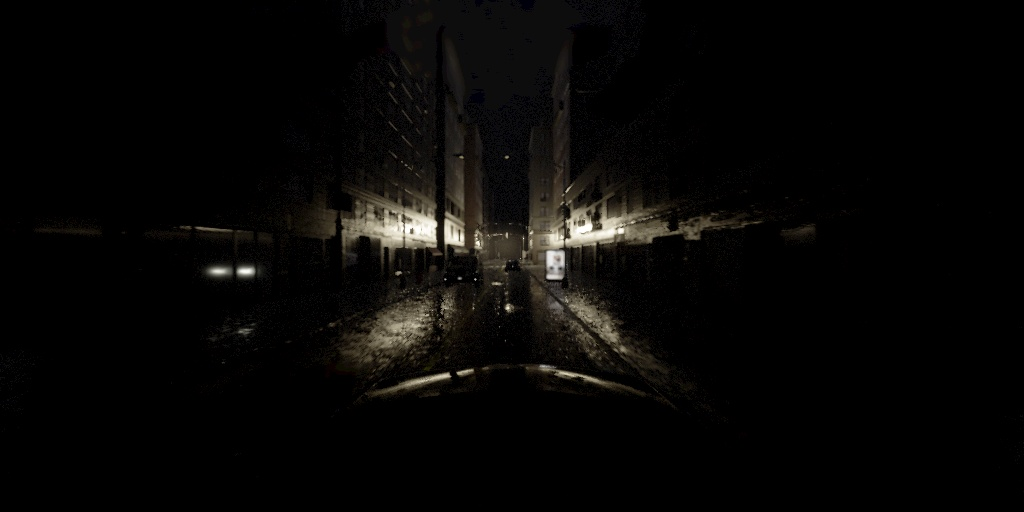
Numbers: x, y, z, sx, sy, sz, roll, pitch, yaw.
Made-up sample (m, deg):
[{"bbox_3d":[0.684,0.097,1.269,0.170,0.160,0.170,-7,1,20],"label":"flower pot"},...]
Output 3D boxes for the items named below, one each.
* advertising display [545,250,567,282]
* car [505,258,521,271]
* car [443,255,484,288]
[{"bbox_3d":[3.144,0.769,25.556,1.540,2.440,0.280,0,0,0],"label":"advertising display"},{"bbox_3d":[0.100,1.291,46.791,1.994,1.385,4.181,0,0,0],"label":"car"},{"bbox_3d":[-3.091,0.966,24.009,2.150,2.045,5.566,0,0,0],"label":"car"}]
